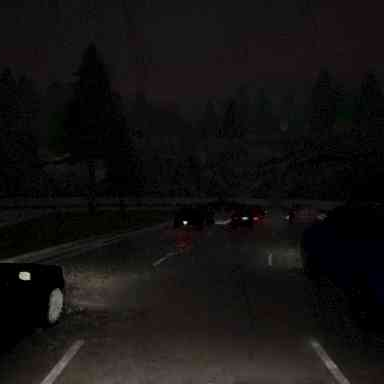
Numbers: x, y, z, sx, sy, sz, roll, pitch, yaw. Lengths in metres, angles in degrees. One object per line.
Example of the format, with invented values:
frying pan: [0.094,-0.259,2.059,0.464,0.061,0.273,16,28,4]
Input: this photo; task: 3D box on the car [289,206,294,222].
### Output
car: [8.619,1.576,25.959,1.994,1.385,4.181,0,0,15]

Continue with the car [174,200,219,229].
car: [0.253,1.514,21.782,1.837,1.490,4.892,0,0,15]

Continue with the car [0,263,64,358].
car: [-3.250,1.479,3.955,1.882,1.535,5.008,0,0,2]

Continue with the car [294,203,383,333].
car: [3.905,1.224,6.846,2.150,2.045,5.566,0,0,5]

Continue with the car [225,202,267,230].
car: [3.715,1.557,21.337,2.033,1.411,5.357,0,0,16]

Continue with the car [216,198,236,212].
car: [3.574,1.495,39.693,1.882,1.535,5.008,0,0,-33]
